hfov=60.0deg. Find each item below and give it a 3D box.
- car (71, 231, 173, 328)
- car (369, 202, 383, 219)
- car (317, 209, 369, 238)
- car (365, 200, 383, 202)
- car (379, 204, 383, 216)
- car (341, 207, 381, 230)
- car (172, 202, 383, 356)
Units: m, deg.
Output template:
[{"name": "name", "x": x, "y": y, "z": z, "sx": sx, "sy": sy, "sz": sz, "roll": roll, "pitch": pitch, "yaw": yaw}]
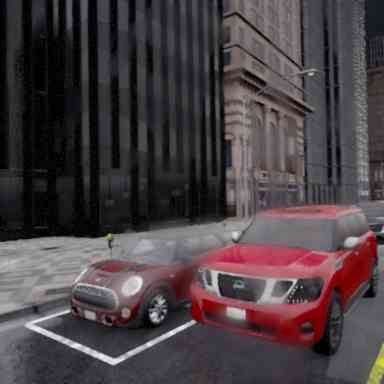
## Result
[{"name": "car", "x": -0.599, "y": 1.635, "z": 7.419, "sx": 1.967, "sy": 1.590, "sz": 4.097, "roll": -2, "pitch": -2, "yaw": 36}, {"name": "car", "x": 19.391, "y": 1.842, "z": 33.542, "sx": 1.967, "sy": 1.590, "sz": 4.097, "roll": -2, "pitch": -2, "yaw": 37}, {"name": "car", "x": 9.388, "y": 1.843, "z": 20.466, "sx": 1.887, "sy": 1.381, "sz": 4.507, "roll": -2, "pitch": -2, "yaw": 37}, {"name": "car", "x": 8.706, "y": 1.414, "z": 15.215, "sx": 2.150, "sy": 2.045, "sz": 5.566, "roll": -2, "pitch": -2, "yaw": 37}, {"name": "car", "x": 22.729, "y": 2.016, "z": 37.897, "sx": 1.802, "sy": 1.307, "sz": 4.206, "roll": -2, "pitch": -2, "yaw": 37}, {"name": "car", "x": 12.619, "y": 1.858, "z": 24.689, "sx": 1.752, "sy": 1.417, "sz": 4.829, "roll": -2, "pitch": -2, "yaw": 37}, {"name": "car", "x": 2.282, "y": 1.347, "z": 6.814, "sx": 2.150, "sy": 2.045, "sz": 5.566, "roll": -2, "pitch": -2, "yaw": 37}]
